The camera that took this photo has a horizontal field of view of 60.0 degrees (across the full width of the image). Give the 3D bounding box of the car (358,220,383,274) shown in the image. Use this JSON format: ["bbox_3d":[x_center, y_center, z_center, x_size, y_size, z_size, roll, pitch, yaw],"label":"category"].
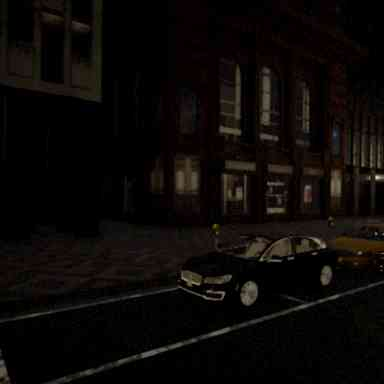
[{"bbox_3d":[6.180,1.653,11.071,4.829,1.417,1.752,1,0,-36],"label":"car"}]

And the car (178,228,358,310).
[{"bbox_3d":[1.734,1.618,7.890,4.403,1.369,2.008,1,0,-36],"label":"car"}]
